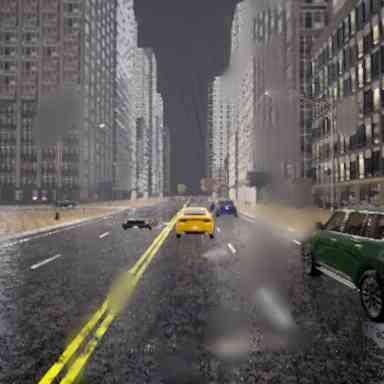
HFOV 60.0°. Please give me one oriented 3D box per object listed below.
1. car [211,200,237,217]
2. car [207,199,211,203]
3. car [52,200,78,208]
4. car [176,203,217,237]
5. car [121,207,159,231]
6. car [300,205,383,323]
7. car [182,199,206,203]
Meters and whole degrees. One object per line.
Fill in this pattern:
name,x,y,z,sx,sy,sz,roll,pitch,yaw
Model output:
car,3.423,1.586,34.435,2.097,1.767,4.553,0,0,0
car,3.393,1.775,44.462,1.882,1.535,5.008,0,0,1
car,-22.247,2.143,58.367,4.403,1.369,2.008,0,-1,-1
car,0.154,1.600,18.749,1.882,1.535,5.008,0,0,0
car,-3.288,1.682,22.101,2.033,1.411,5.357,0,0,0
car,4.241,1.285,7.451,2.150,2.045,5.566,0,0,0
car,0.208,1.804,37.035,1.994,1.385,4.181,0,0,0
